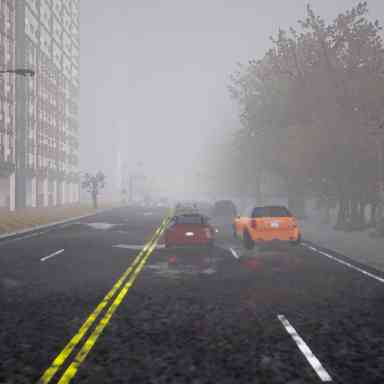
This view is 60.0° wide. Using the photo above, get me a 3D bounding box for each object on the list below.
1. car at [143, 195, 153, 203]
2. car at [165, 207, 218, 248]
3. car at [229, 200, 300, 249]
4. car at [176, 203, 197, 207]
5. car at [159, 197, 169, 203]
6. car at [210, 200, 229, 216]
[{"bbox_3d":[-8.958,1.481,67.531,1.837,1.490,4.892,0,0,-4],"label":"car"},{"bbox_3d":[-0.120,1.570,14.706,1.994,1.385,4.181,0,0,-1],"label":"car"},{"bbox_3d":[3.109,1.328,14.743,2.097,1.767,4.553,-1,-1,-1],"label":"car"},{"bbox_3d":[-0.479,1.615,29.757,1.895,1.301,4.718,0,0,-2],"label":"car"},{"bbox_3d":[-5.718,1.625,67.782,1.895,1.301,4.718,0,0,-4],"label":"car"},{"bbox_3d":[2.738,1.442,29.844,1.882,1.535,5.008,-3,-1,-2],"label":"car"}]
